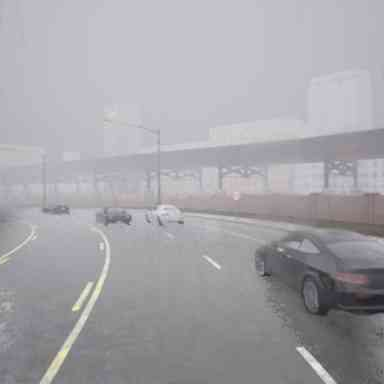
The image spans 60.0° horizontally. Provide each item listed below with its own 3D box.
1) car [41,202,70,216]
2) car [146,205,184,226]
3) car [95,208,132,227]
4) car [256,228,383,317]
[{"bbox_3d":[-16.293,1.974,39.657,2.163,1.488,4.792,-1,0,-43],"label":"car"},{"bbox_3d":[-2.066,1.681,24.794,1.812,1.442,4.674,-1,0,-24],"label":"car"},{"bbox_3d":[-6.062,1.826,25.221,1.895,1.301,4.718,-1,0,-26],"label":"car"},{"bbox_3d":[2.897,1.536,7.456,1.812,1.442,4.674,0,0,-7],"label":"car"}]
